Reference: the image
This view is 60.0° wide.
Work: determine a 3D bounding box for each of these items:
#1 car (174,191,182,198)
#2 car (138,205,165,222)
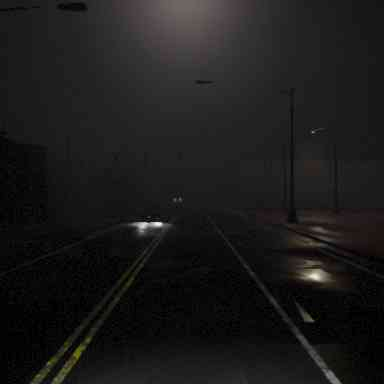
[{"bbox_3d":[-3.493,0.493,82.743,2.033,1.411,5.357,0,9,0],"label":"car"},{"bbox_3d":[-3.517,1.888,29.486,1.994,1.385,4.181,0,-1,1],"label":"car"}]
